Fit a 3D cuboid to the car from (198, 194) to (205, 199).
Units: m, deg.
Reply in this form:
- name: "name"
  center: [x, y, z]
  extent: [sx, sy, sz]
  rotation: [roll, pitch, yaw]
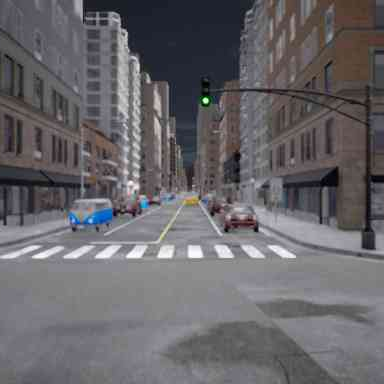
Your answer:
- name: "car"
  center: [2.645, 1.290, 92.262]
  extent: [1.947, 1.339, 4.313]
  rotation: [0, 0, 0]

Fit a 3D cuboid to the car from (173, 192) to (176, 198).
- name: "car"
  center: [-5.879, 1.312, 86.670]
  extent: [1.947, 1.339, 4.313]
  rotation: [0, 0, 0]

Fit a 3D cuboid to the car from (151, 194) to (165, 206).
- name: "car"
  center: [-5.870, 1.418, 53.154]
  extent: [1.887, 1.381, 4.507]
  rotation: [0, 0, 0]

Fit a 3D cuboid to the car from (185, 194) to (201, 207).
- name: "car"
  center: [0.034, 1.362, 50.210]
  extent: [1.882, 1.535, 5.008]
  rotation: [0, 0, 0]

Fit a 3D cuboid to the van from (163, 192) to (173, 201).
- name: "van"
  center: [-5.876, 1.131, 75.497]
  extent: [1.690, 1.788, 3.998]
  rotation: [0, 0, 0]

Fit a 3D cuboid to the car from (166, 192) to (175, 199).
- name: "car"
  center: [-5.879, 1.039, 92.254]
  extent: [2.192, 1.841, 5.009]
  rotation: [0, 0, 0]

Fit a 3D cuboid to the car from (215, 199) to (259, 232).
- name: "car"
  center: [2.663, 1.405, 19.656]
  extent: [1.967, 1.590, 4.097]
  rotation: [0, 0, 0]

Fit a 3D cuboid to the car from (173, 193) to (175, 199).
- name: "car"
  center: [-5.877, 1.334, 81.084]
  extent: [1.947, 1.339, 4.313]
  rotation: [0, 0, 0]

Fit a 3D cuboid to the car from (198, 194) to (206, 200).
- name: "car"
  center: [2.647, 1.297, 86.677]
  extent: [2.008, 1.369, 4.403]
  rotation: [0, 0, 0]

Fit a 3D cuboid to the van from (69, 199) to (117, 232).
- name: "van"
  center: [-5.863, 1.305, 19.636]
  extent: [1.690, 1.788, 3.998]
  rotation: [0, 0, 0]

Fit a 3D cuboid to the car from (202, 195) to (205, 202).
- name: "car"
  center: [2.658, 1.461, 41.997]
  extent: [2.008, 1.369, 4.403]
  rotation: [0, 0, 0]

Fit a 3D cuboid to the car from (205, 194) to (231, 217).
- name: "car"
  center: [2.660, 1.256, 30.826]
  extent: [2.192, 1.841, 5.009]
  rotation: [0, 0, 0]

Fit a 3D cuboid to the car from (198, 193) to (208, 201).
- name: "car"
  center: [2.649, 1.084, 81.091]
  extent: [2.192, 1.841, 5.009]
  rotation: [0, 0, 0]

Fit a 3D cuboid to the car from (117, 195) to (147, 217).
- name: "car"
  center: [-5.865, 1.255, 30.809]
  extent: [2.192, 1.841, 5.009]
  rotation: [0, 0, 0]

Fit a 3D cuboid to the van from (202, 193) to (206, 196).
- name: "van"
  center: [2.657, 1.234, 47.582]
  extent: [1.690, 1.788, 3.998]
  rotation: [0, 0, 0]

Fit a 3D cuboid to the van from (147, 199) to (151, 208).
- name: "van"
  center: [-5.866, 1.268, 36.394]
  extent: [1.690, 1.788, 3.998]
  rotation: [0, 0, 0]

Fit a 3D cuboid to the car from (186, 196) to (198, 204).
- name: "car"
  center: [-0.016, 1.394, 60.655]
  extent: [2.033, 1.411, 5.357]
  rotation: [0, 0, 0]
